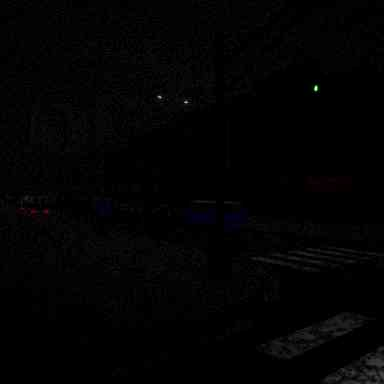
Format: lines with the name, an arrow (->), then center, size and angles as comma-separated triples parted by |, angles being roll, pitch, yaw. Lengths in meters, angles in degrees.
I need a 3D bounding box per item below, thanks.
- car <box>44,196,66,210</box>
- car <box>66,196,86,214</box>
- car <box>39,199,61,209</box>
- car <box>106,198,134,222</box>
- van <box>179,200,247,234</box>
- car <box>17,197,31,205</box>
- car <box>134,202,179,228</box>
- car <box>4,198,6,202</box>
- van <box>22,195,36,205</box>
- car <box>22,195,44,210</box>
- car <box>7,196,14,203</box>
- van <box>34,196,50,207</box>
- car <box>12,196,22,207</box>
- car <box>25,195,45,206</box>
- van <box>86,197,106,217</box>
car -> -18.026, 1.448, 45.201 | 2.192, 1.841, 5.009 | 0, 0, -36
car -> -11.611, 1.413, 36.323 | 2.192, 1.841, 5.009 | 0, 0, -36
car -> -21.233, 1.702, 49.638 | 2.008, 1.369, 4.403 | 0, 0, -36
car -> -5.195, 1.504, 27.451 | 1.967, 1.590, 4.097 | 0, 0, -36
van -> 1.219, 1.373, 18.576 | 1.690, 1.788, 3.998 | 0, 0, -36
car -> -34.162, 1.748, 67.526 | 1.752, 1.417, 4.829 | 0, 0, -36
car -> -1.988, 1.488, 23.013 | 1.967, 1.590, 4.097 | 0, 0, -36
car -> -43.785, 1.801, 80.839 | 1.752, 1.417, 4.829 | 0, 0, -36
van -> -30.856, 1.546, 62.951 | 1.690, 1.788, 3.998 | 0, 0, -36
car -> -21.246, 1.490, 45.325 | 2.097, 1.767, 4.553 | 0, 0, -36
car -> -40.478, 1.698, 76.264 | 1.967, 1.590, 4.097 | 0, 0, -36
van -> -24.441, 1.510, 54.076 | 1.690, 1.788, 3.998 | 0, 0, -36
car -> -27.104, 1.771, 53.425 | 1.895, 1.301, 4.718 | 0, 0, -36
car -> -27.648, 1.502, 58.513 | 2.192, 1.841, 5.009 | 0, 0, -36
van -> -8.403, 1.421, 31.888 | 1.690, 1.788, 3.998 | 0, 0, -36
